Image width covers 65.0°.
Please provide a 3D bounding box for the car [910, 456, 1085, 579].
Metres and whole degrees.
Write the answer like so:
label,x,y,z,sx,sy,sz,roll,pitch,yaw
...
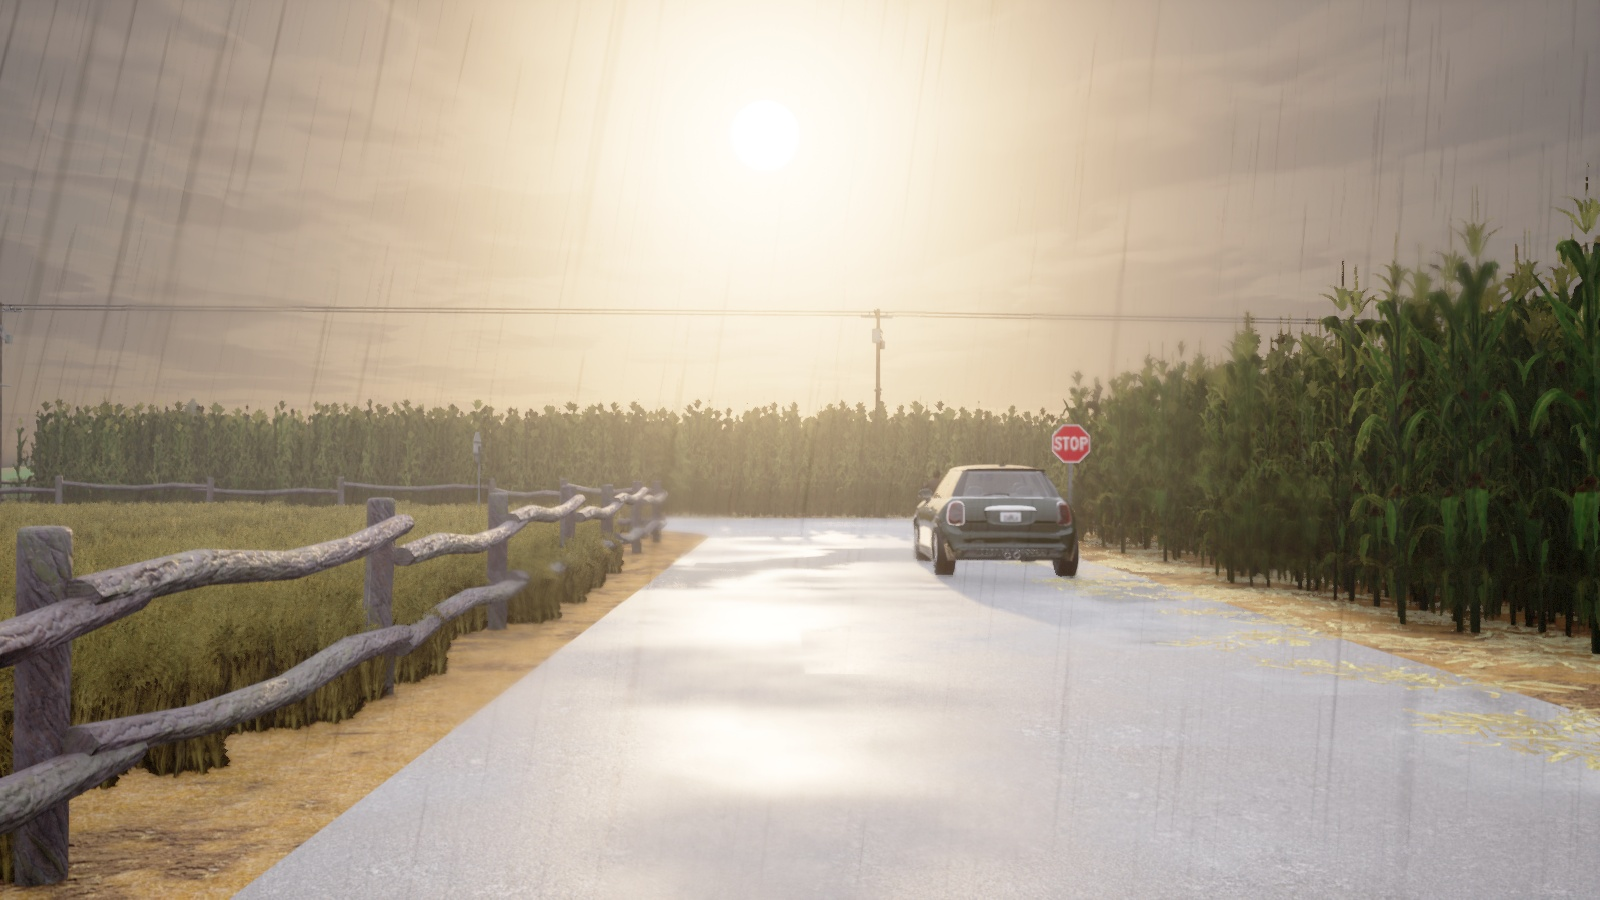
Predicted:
label,x,y,z,sx,sy,sz,roll,pitch,yaw
car,3.051,1.006,20.389,2.097,1.767,4.553,0,-1,0
